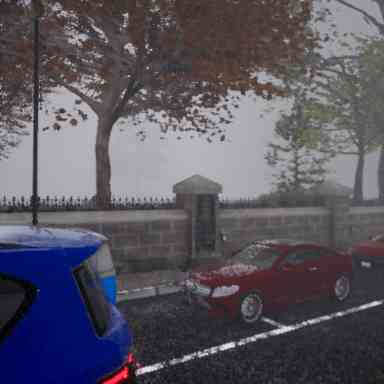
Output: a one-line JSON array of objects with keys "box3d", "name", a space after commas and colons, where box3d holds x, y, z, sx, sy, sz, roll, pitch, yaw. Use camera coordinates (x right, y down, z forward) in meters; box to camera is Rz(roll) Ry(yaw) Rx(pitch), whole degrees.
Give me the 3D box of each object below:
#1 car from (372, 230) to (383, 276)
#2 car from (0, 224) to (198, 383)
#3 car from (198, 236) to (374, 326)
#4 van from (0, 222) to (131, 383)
[{"box3d": [6.621, 1.738, 10.158, 4.507, 1.381, 1.887, 1, -1, -31], "name": "car"}, {"box3d": [-2.920, 1.240, 1.304, 5.566, 2.045, 2.150, 1, -1, -31], "name": "car"}, {"box3d": [1.815, 1.713, 7.224, 4.206, 1.307, 1.802, 1, -1, -31], "name": "car"}, {"box3d": [-2.991, 1.411, 4.295, 3.998, 1.788, 1.690, 1, -1, -31], "name": "van"}]
